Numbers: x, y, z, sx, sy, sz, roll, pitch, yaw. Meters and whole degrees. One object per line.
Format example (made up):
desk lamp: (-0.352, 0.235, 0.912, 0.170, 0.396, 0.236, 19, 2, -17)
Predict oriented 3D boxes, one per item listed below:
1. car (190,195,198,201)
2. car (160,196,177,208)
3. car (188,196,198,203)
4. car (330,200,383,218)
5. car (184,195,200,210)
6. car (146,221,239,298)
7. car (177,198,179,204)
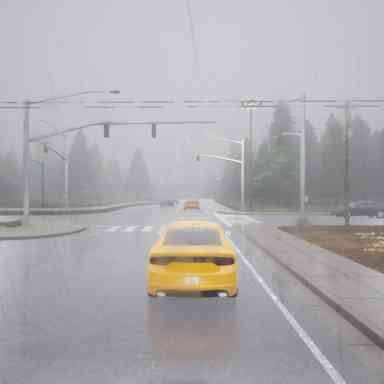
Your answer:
car: (0.641, 1.442, 83.215, 1.837, 1.490, 4.892, 0, 0, 2)
car: (-3.605, 1.601, 49.310, 1.895, 1.301, 4.718, 0, 0, 0)
car: (0.250, 1.537, 72.823, 2.033, 1.411, 5.357, 0, 0, 2)
car: (14.890, 1.531, 29.587, 4.892, 1.490, 1.837, 0, 0, 1)
car: (-0.011, 1.478, 42.262, 1.882, 1.535, 5.008, 0, 0, 0)
car: (0.043, 1.474, 8.599, 1.882, 1.535, 5.008, 0, 0, 1)
car: (-3.501, 1.547, 63.003, 2.033, 1.411, 5.357, 0, 0, 2)
